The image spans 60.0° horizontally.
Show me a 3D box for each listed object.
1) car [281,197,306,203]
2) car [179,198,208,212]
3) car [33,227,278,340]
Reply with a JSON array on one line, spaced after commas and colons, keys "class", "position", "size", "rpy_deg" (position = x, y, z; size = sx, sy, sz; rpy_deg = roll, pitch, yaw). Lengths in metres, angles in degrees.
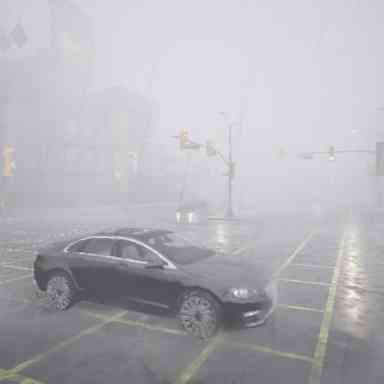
[{"class": "car", "position": [21.063, 1.595, 69.020], "size": [4.718, 1.301, 1.895], "rpy_deg": [0, 0, -13]}, {"class": "car", "position": [0.261, 1.478, 39.541], "size": [1.882, 1.535, 5.008], "rpy_deg": [0, 0, 27]}, {"class": "car", "position": [-0.858, 1.490, 6.483], "size": [4.902, 1.511, 2.128], "rpy_deg": [0, 0, 25]}]
